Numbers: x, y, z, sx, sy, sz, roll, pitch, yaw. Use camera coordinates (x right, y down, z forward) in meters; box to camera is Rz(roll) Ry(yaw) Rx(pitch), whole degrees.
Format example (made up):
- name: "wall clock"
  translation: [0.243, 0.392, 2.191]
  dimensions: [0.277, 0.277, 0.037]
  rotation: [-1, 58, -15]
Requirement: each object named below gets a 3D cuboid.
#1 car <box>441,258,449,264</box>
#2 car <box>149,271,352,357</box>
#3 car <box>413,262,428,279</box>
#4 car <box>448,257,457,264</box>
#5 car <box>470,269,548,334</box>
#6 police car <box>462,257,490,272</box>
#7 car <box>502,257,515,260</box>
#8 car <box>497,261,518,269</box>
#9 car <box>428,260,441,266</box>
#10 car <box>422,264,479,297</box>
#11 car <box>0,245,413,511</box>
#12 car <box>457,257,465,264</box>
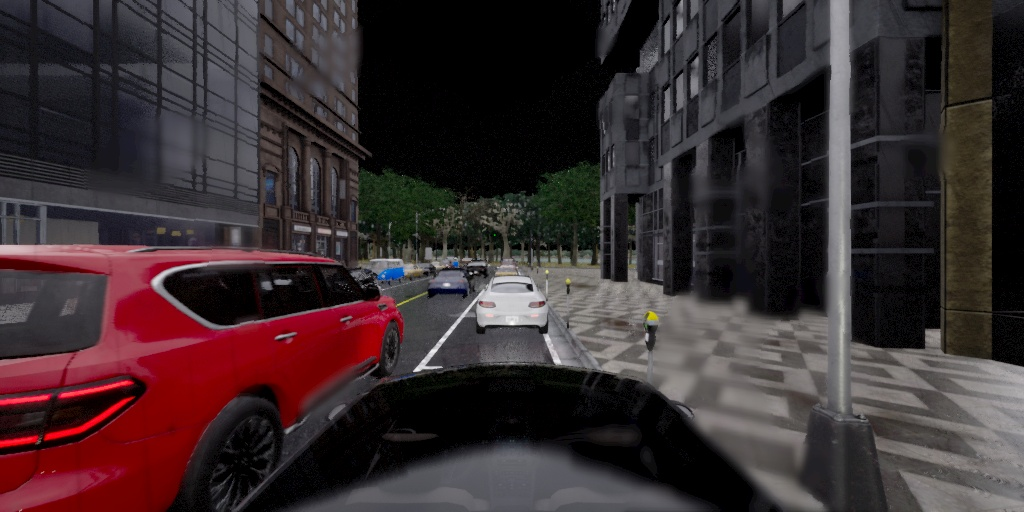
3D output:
- name: "car"
  translation: [-8.908, 1.284, 41.566]
  dimensions: [1.751, 1.417, 4.829]
  rotation: [0, 0, 0]
- name: "car"
  translation: [-6.246, 1.255, 9.513]
  dimensions: [1.837, 1.490, 4.892]
  rotation: [0, 0, 0]
- name: "car"
  translation: [-8.908, 1.280, 30.691]
  dimensions: [1.751, 1.417, 4.829]
  rotation: [0, 0, 0]
- name: "car"
  translation: [-8.908, 1.201, 47.173]
  dimensions: [1.967, 1.591, 4.097]
  rotation: [0, 0, 0]
- name: "car"
  translation: [0.003, 1.276, 10.500]
  dimensions: [1.812, 1.442, 4.674]
  rotation: [0, 0, 0]
- name: "police car"
  translation: [-3.145, 1.180, 33.720]
  dimensions: [1.930, 1.638, 5.238]
  rotation: [0, 0, 0]
- name: "car"
  translation: [-0.383, 1.196, 36.298]
  dimensions: [1.967, 1.591, 4.097]
  rotation: [0, 0, 0]
- name: "car"
  translation: [-0.383, 1.278, 25.593]
  dimensions: [1.751, 1.417, 4.829]
  rotation: [0, 0, 0]
- name: "car"
  translation: [-8.908, 1.322, 36.298]
  dimensions: [1.948, 1.339, 4.313]
  rotation: [0, 0, 0]
- name: "car"
  translation: [-3.044, 1.315, 18.762]
  dimensions: [1.994, 1.385, 4.181]
  rotation: [0, 0, 0]
- name: "car"
  translation: [-3.039, 0.965, 4.203]
  dimensions: [2.150, 2.045, 5.566]
  rotation: [0, -1, 0]
- name: "car"
  translation: [-6.145, 0.856, 49.995]
  dimensions: [1.882, 1.535, 5.008]
  rotation: [0, 0, 0]
